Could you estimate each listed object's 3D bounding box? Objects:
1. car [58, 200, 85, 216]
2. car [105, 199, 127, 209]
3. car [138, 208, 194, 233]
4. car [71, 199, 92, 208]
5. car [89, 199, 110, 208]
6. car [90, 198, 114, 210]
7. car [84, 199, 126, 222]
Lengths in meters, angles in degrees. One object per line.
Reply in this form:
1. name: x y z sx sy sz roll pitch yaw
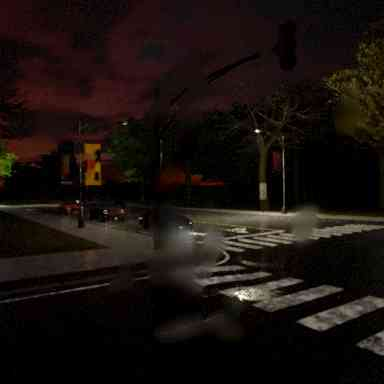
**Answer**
1. car: -14.730 1.839 40.343 2.097 1.767 4.553 -1 0 -35
2. car: -12.399 1.882 54.195 1.837 1.490 4.892 -1 0 -35
3. car: -1.907 1.814 22.114 2.033 1.411 5.357 -1 0 -29
4. car: -19.582 2.070 58.750 2.033 1.411 5.357 -1 0 -35
5. car: -16.921 2.003 60.615 2.033 1.411 5.357 -1 0 -35
6. car: -13.719 1.774 50.440 2.097 1.767 4.553 -1 0 -35
7. car: -7.845 1.719 30.491 2.097 1.767 4.553 -1 0 -35
